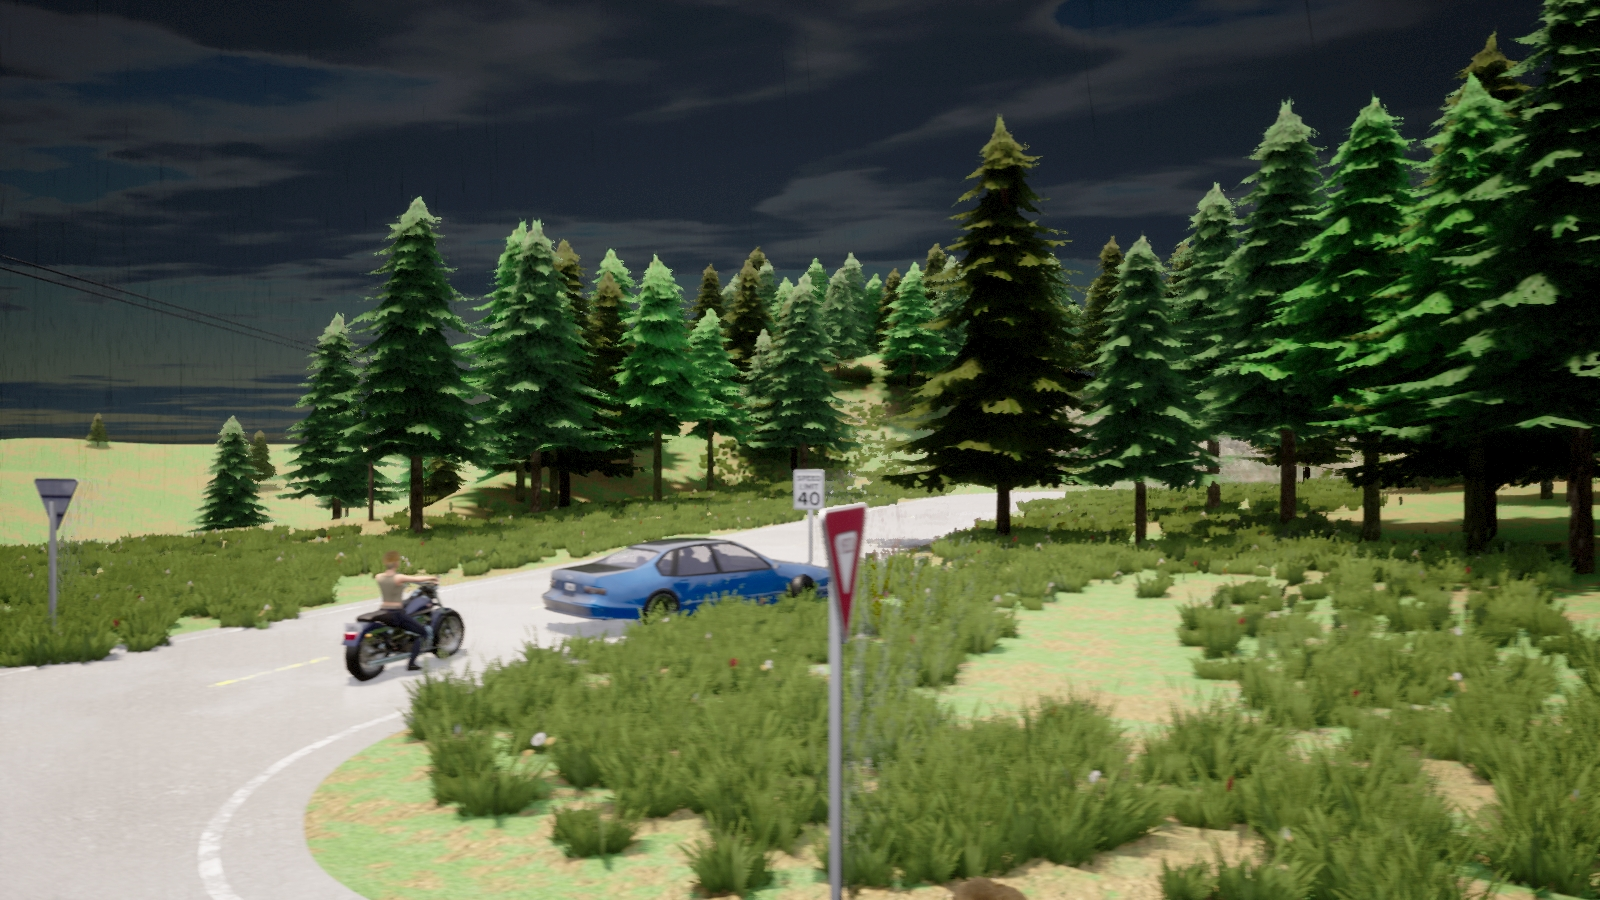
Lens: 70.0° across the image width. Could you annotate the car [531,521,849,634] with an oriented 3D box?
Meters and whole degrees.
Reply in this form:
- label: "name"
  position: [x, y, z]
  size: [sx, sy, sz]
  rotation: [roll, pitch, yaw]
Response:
- label: "car"
  position: [-1.792, 2.111, 20.061]
  size: [5.357, 1.411, 2.033]
  rotation: [0, 0, -40]
